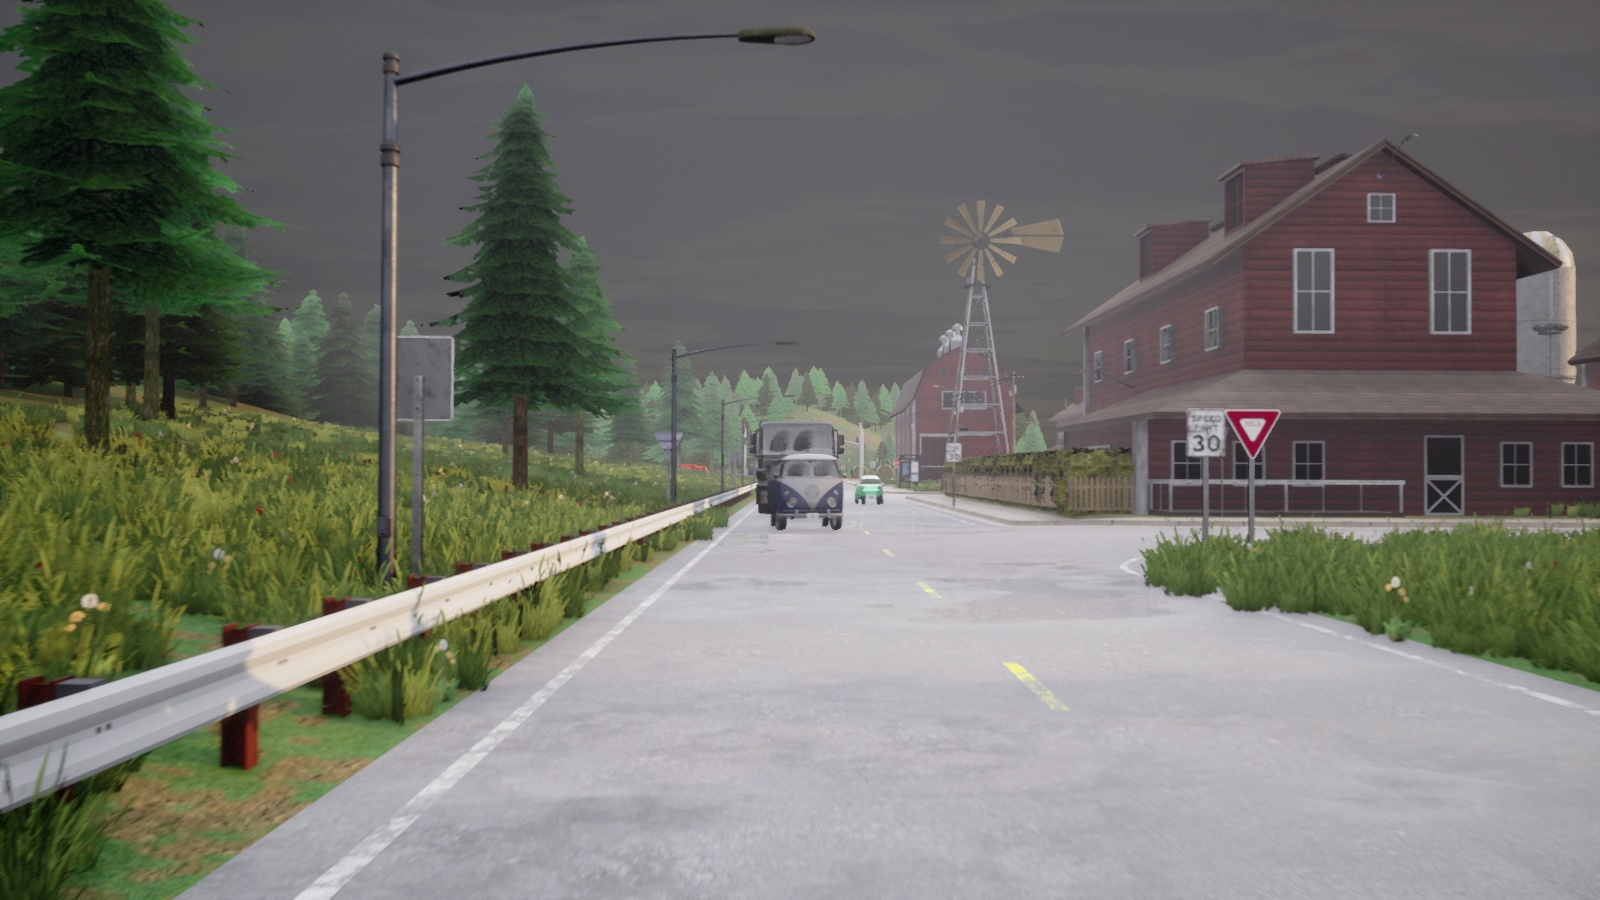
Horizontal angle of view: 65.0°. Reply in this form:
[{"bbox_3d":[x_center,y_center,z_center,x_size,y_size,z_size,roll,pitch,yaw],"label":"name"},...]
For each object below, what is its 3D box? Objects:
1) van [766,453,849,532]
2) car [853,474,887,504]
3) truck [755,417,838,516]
[{"bbox_3d":[0.136,1.125,33.885,1.775,1.987,4.442,-1,-1,-6],"label":"van"},{"bbox_3d":[3.354,1.864,60.237,1.481,1.376,2.207,0,-1,0],"label":"car"},{"bbox_3d":[-0.120,0.636,47.936,2.891,3.462,7.936,0,-1,0],"label":"truck"}]
